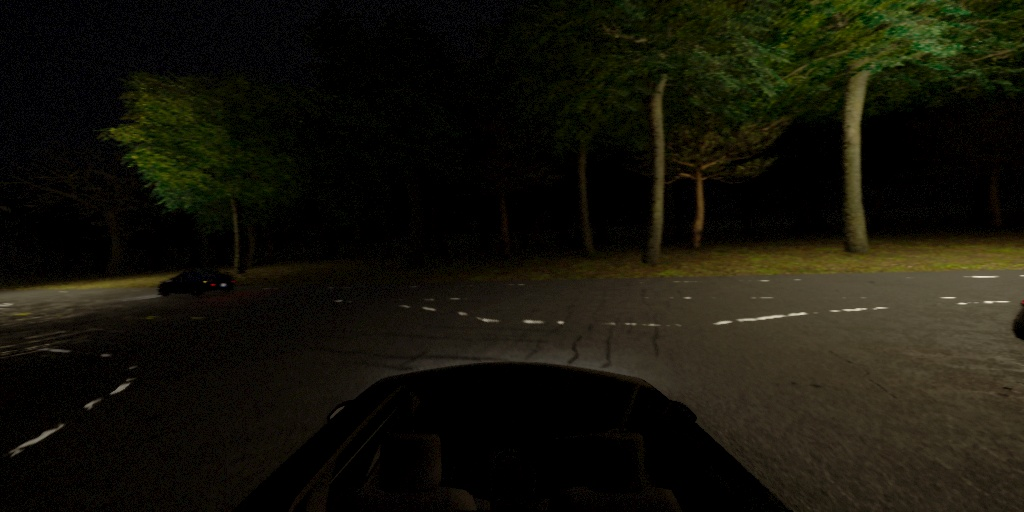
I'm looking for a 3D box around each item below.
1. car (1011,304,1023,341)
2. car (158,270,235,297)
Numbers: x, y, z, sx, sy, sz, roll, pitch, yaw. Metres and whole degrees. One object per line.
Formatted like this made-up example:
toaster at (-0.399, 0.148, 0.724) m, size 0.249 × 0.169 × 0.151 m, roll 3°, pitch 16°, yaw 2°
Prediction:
car at (9.221, 0.784, 4.069) m, size 4.181 × 1.385 × 1.994 m, roll -2°, pitch 4°, yaw 19°
car at (-18.595, 1.557, 21.170) m, size 4.674 × 1.442 × 1.812 m, roll -2°, pitch 4°, yaw 19°
